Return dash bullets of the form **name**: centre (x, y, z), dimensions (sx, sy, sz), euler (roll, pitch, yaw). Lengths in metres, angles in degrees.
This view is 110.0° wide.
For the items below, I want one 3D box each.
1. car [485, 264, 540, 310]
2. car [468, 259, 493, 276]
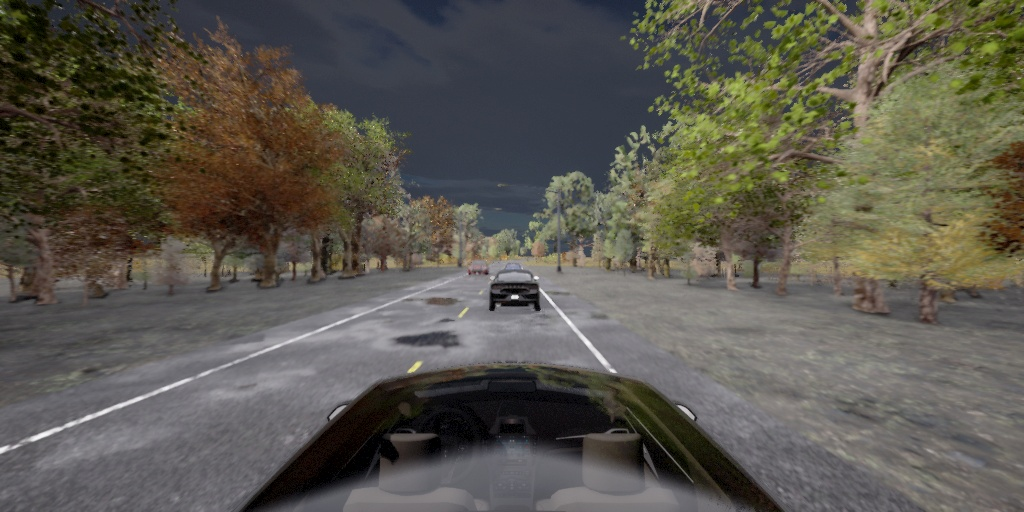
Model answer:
- **car**: centre (0.099, 1.275, 14.925), dimensions (1.882, 1.535, 5.008), euler (0, 0, 0)
- **car**: centre (-3.582, 1.236, 39.209), dimensions (2.097, 1.767, 4.553), euler (0, 0, 0)
